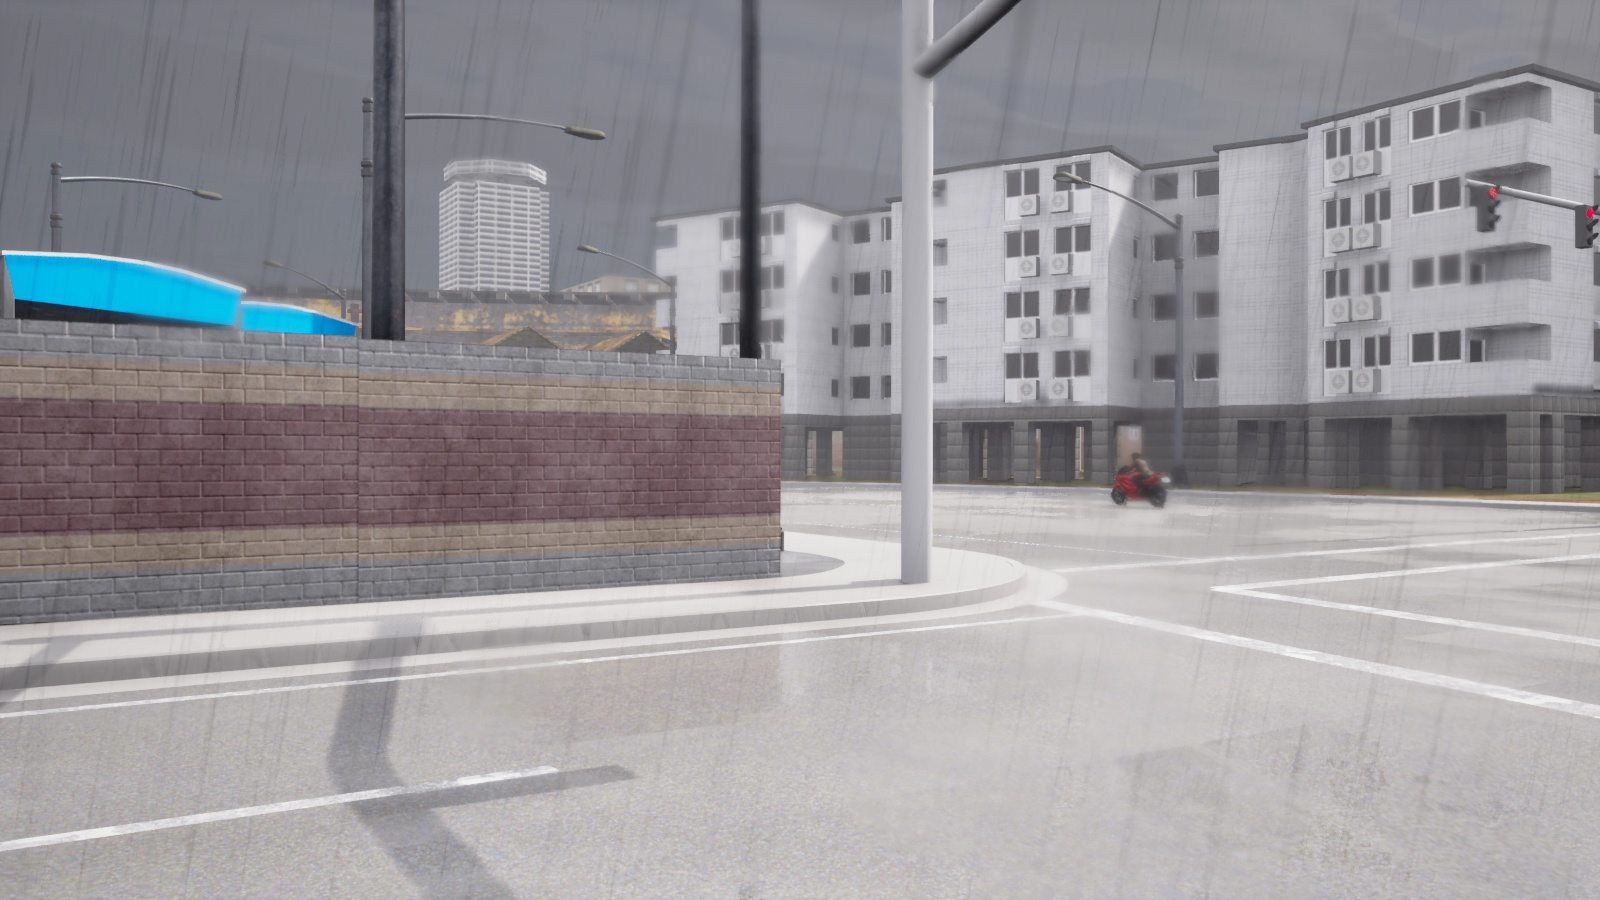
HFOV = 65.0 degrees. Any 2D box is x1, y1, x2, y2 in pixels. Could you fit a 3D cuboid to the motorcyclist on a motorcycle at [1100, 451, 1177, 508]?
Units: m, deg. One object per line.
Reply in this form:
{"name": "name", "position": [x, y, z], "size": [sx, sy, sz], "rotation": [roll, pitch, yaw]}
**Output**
{"name": "motorcyclist on a motorcycle", "position": [9.373, 0.792, 34.833], "size": [0.797, 1.523, 2.044], "rotation": [0, 0, -32]}
